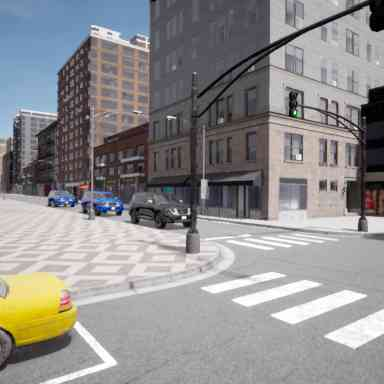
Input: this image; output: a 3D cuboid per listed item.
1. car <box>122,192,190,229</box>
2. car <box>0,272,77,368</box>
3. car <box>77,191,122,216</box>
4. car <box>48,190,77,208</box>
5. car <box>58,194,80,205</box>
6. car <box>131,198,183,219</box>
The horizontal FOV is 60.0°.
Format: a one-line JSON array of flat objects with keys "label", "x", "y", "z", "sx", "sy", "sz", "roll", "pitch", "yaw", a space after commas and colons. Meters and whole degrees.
[{"label": "car", "x": -2.036, "y": 1.053, "z": 20.803, "sx": 2.150, "sy": 2.045, "sz": 5.566, "roll": 1, "pitch": 0, "yaw": -35}, {"label": "car", "x": -3.945, "y": 1.525, "z": 3.938, "sx": 4.829, "sy": 1.417, "sz": 1.752, "roll": 0, "pitch": 1, "yaw": -36}, {"label": "car", "x": -7.981, "y": 0.960, "z": 29.213, "sx": 2.150, "sy": 2.045, "sz": 5.566, "roll": 1, "pitch": 0, "yaw": -35}, {"label": "car", "x": -16.000, "y": 0.830, "z": 40.590, "sx": 2.150, "sy": 2.045, "sz": 5.566, "roll": 1, "pitch": 1, "yaw": -35}, {"label": "car", "x": -18.249, "y": 1.092, "z": 49.208, "sx": 1.812, "sy": 1.442, "sz": 4.674, "roll": 1, "pitch": 0, "yaw": -35}, {"label": "car", "x": -3.010, "y": 1.301, "z": 27.718, "sx": 2.128, "sy": 1.511, "sz": 4.902, "roll": 1, "pitch": 0, "yaw": -35}]
